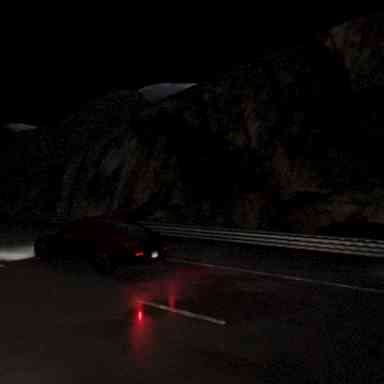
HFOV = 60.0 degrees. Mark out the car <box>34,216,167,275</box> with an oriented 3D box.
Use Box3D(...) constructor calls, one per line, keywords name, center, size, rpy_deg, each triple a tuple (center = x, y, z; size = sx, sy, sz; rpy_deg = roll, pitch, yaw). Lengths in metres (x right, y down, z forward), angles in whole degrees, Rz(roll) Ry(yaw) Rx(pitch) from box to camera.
Box3D(name="car", center=(-2.878, 1.450, 10.149), size=(4.674, 1.442, 1.812), rpy_deg=(1, 1, 35))
